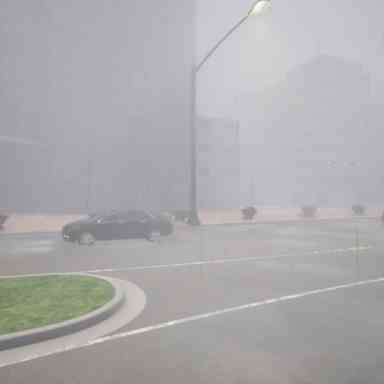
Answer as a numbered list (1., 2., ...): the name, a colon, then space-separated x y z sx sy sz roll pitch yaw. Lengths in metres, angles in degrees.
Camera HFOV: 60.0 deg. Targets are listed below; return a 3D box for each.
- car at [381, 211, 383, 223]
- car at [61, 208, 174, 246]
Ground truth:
1. car: 15.309 1.477 22.970 5.008 1.535 1.882 0 0 -24
2. car: -3.274 1.504 15.020 4.892 1.490 1.837 0 0 -20
